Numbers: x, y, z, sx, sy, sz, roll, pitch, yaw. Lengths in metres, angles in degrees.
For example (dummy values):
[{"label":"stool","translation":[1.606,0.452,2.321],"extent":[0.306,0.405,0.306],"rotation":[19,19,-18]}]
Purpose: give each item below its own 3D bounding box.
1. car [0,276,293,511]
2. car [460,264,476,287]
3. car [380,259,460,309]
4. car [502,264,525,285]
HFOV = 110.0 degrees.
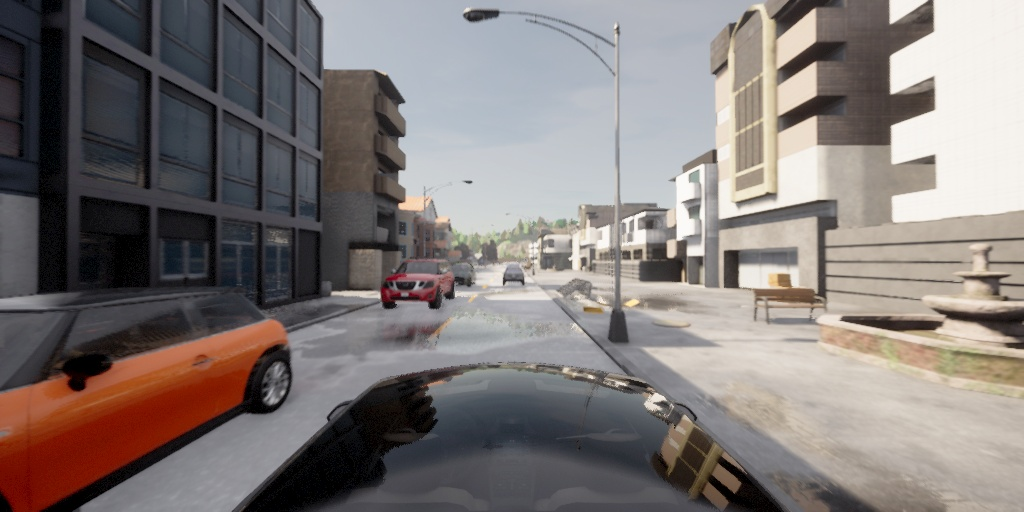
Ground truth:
[{"label":"car","translation":[-4.099,1.119,3.071],"extent":[2.097,1.767,4.553],"rotation":[0,-1,0]},{"label":"car","translation":[-3.978,1.394,27.448],"extent":[2.097,1.767,4.553],"rotation":[0,-1,1]},{"label":"car","translation":[-3.990,1.139,16.180],"extent":[2.150,2.045,5.566],"rotation":[0,-1,0]},{"label":"car","translation":[0.128,1.619,29.946],"extent":[2.033,1.411,5.357],"rotation":[0,-1,0]}]
